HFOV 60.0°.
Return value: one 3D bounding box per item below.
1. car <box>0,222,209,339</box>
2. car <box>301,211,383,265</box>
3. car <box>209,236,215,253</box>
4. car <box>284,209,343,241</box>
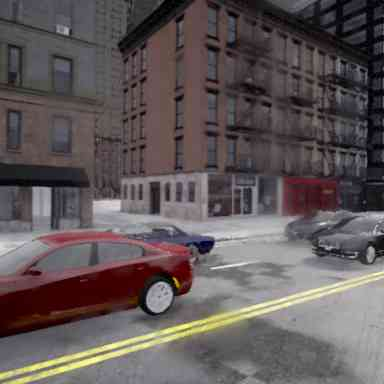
[{"bbox_3d":[-2.294,1.492,6.028,5.008,1.535,1.882,0,0,-35],"label":"car"},{"bbox_3d":[6.391,1.615,12.210,4.892,1.490,1.837,1,0,-35],"label":"car"},{"bbox_3d":[-1.636,1.644,10.477,4.718,1.301,1.895,1,0,-35],"label":"car"},{"bbox_3d":[6.595,1.637,16.353,4.892,1.490,1.837,1,0,-35],"label":"car"}]
